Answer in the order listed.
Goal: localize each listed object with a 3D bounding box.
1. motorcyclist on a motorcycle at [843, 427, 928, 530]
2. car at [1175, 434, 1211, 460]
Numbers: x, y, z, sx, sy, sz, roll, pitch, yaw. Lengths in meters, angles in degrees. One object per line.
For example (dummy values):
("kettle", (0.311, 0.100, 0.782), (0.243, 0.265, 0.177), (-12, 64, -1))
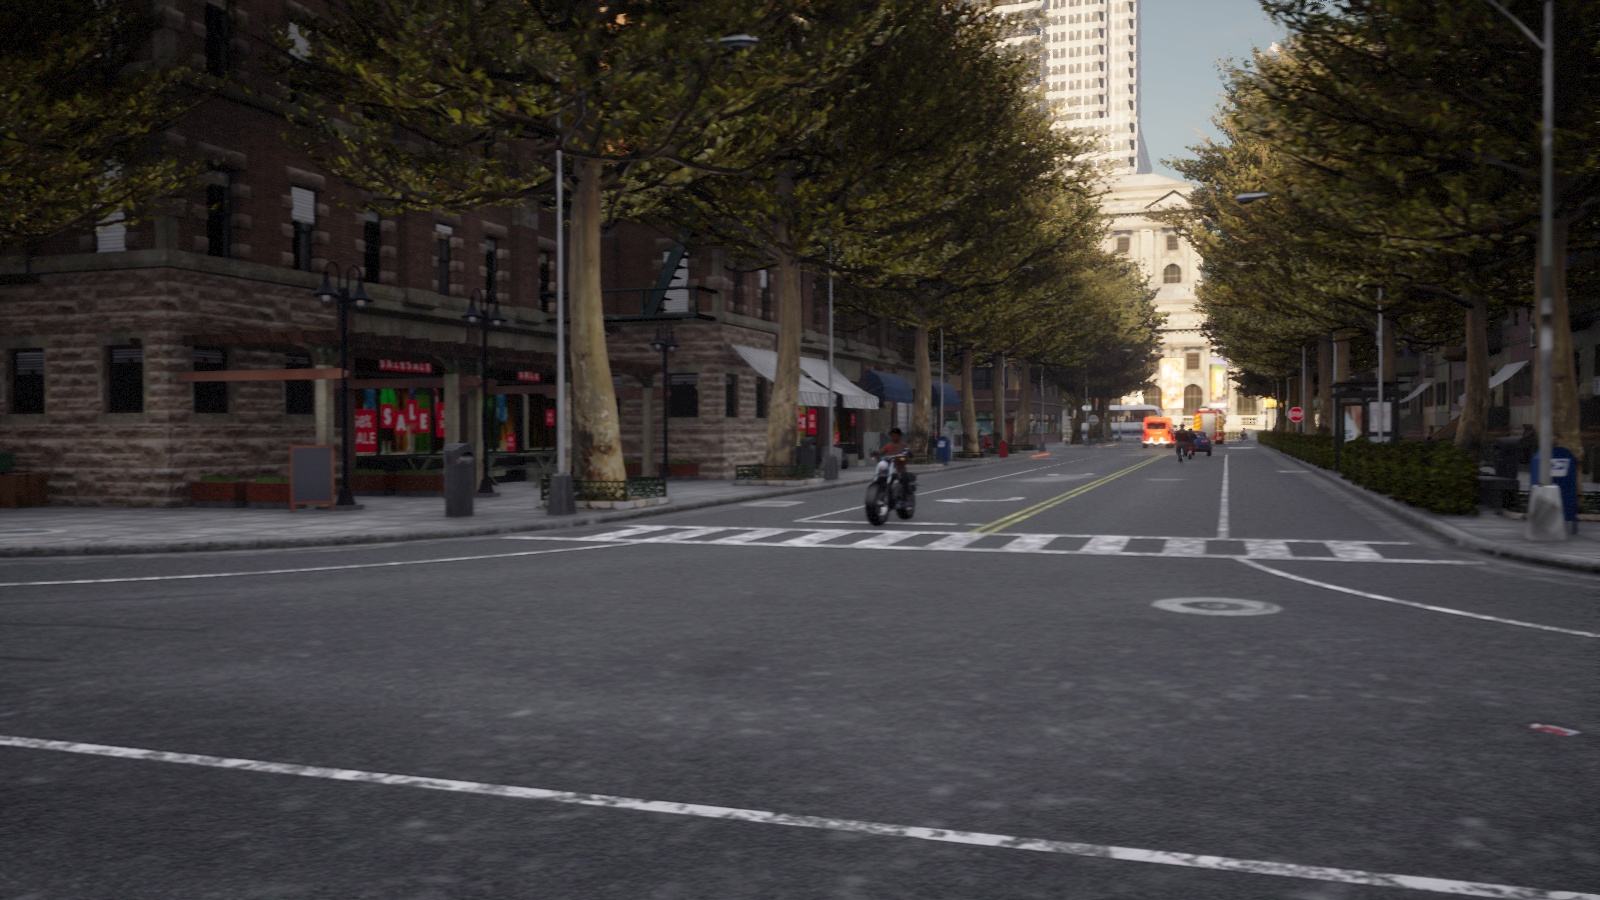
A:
("motorcyclist on a motorcycle", (1.479, 0.441, 21.249), (0.766, 1.649, 2.350), (1, 1, 21))
("car", (22.669, -0.221, 72.343), (1.812, 1.442, 4.674), (1, 1, 19))
